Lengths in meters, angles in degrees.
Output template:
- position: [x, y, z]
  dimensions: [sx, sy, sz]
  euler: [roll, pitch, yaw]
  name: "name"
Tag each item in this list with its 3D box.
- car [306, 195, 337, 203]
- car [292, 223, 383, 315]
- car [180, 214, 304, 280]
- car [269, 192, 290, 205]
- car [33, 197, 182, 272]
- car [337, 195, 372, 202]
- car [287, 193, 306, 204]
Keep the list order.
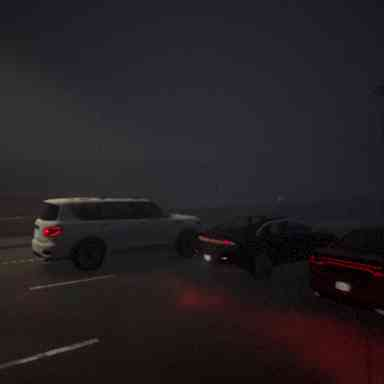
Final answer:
- position: [17.108, 1.105, 42.158]
  dimensions: [4.902, 1.511, 2.128]
  euler: [-1, 0, -37]
  name: "car"
- position: [4.565, 1.400, 7.037]
  dimensions: [5.008, 1.535, 1.882]
  euler: [-1, 1, -35]
  name: "car"
- position: [2.372, 1.416, 9.772]
  dimensions: [4.902, 1.511, 2.128]
  euler: [-1, 0, -35]
  name: "car"
- position: [13.182, 0.963, 47.941]
  dimensions: [4.553, 1.767, 2.097]
  euler: [-1, 0, -37]
  name: "car"
- position: [-2.138, 1.179, 10.901]
  dimensions: [5.566, 2.045, 2.150]
  euler: [-1, 1, -33]
  name: "car"
- position: [19.859, 1.109, 39.858]
  dimensions: [4.892, 1.490, 1.837]
  euler: [-1, 1, -38]
  name: "car"
- position: [15.517, 1.134, 45.330]
  dimensions: [4.674, 1.442, 1.812]
  euler: [-1, 0, -38]
  name: "car"
